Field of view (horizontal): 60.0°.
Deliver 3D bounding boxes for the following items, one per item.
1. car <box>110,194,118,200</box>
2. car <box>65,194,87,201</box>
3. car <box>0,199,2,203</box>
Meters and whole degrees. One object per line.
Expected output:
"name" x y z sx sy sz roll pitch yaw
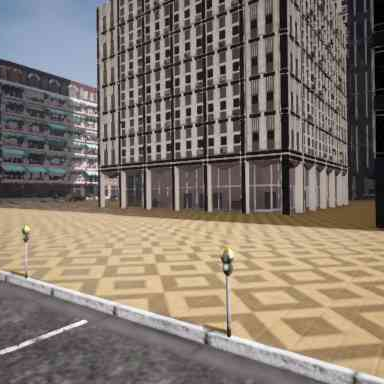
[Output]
"car" -16.767 1.103 75.887 2.008 1.369 4.403 -1 0 36
"car" -23.253 1.071 66.933 1.967 1.590 4.097 -1 0 36
"car" -32.978 1.195 53.503 1.967 1.590 4.097 -1 0 36
